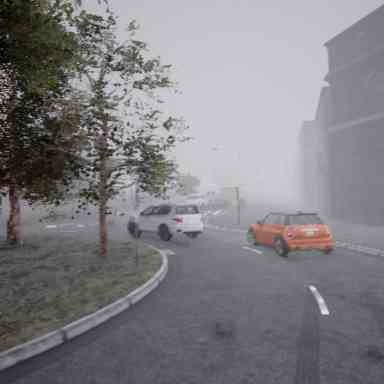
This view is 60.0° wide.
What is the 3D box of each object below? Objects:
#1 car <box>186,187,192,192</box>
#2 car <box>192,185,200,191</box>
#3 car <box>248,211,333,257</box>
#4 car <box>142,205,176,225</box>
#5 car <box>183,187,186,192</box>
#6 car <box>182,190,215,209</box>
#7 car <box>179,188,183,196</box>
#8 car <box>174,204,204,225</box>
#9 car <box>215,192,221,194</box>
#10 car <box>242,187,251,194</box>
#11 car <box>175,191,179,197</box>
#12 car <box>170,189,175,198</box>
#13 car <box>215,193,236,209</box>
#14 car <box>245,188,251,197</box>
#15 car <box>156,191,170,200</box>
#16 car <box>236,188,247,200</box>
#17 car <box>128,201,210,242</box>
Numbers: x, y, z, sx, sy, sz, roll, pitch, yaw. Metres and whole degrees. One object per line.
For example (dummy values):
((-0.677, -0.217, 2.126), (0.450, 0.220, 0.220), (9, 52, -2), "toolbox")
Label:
((-3.213, -0.019, 83.311), (4.892, 1.521, 2.231), (-3, 3, -8), "car")
((-1.052, -0.583, 94.926), (5.008, 1.535, 2.097), (-3, 2, -10), "car")
((4.035, 1.610, 14.446), (2.097, 1.767, 4.553), (-1, -1, -10), "car")
((-3.055, 2.188, 32.195), (1.812, 1.442, 4.674), (-2, 1, 13), "car")
((-4.497, 0.153, 77.540), (4.553, 1.767, 2.185), (-3, 2, -7), "car")
((0.912, 1.240, 45.010), (2.150, 2.045, 5.566), (-2, 3, 19), "car")
((-5.114, 0.427, 74.672), (5.008, 1.535, 2.097), (-3, 3, -6), "car")
((-0.158, 2.084, 31.451), (1.837, 1.490, 4.892), (-2, 1, 12), "car")
((4.643, 0.827, 57.116), (2.128, 1.511, 4.902), (-2, 3, 17), "car")
((12.670, -0.367, 76.695), (1.895, 1.301, 4.718), (-1, 2, 12), "car")
((-5.806, 0.620, 71.810), (4.674, 1.452, 2.002), (-3, 2, -6), "car")
((-6.512, 0.735, 68.939), (4.892, 1.521, 2.231), (-3, 3, -5), "car")
((4.126, 1.367, 45.162), (2.128, 1.511, 4.902), (-2, 2, 18), "car")
((10.347, 0.191, 66.842), (2.128, 1.511, 4.902), (-2, 2, 13), "car")
((-7.290, 0.923, 66.083), (4.792, 1.488, 2.163), (-3, 3, -5), "car")
((7.704, 0.700, 56.902), (1.882, 1.535, 5.008), (-2, 3, 16), "car")
((-1.710, 1.722, 19.896), (2.150, 2.045, 5.566), (1, -2, -40), "car")
